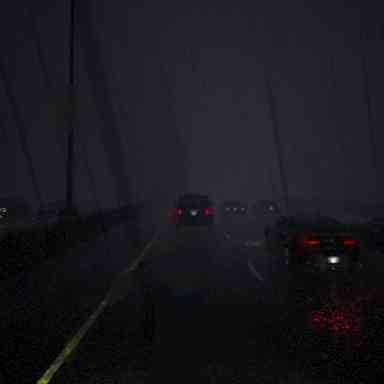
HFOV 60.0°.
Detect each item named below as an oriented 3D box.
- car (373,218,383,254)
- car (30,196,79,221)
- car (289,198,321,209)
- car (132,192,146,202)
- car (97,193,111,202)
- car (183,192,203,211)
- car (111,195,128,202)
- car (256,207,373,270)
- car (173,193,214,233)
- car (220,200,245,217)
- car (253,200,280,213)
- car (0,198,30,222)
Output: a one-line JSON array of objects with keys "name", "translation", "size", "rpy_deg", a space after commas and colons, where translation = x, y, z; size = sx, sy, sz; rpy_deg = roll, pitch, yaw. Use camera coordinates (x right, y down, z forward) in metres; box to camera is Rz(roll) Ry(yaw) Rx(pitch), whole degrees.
[{"name": "car", "translation": [7.100, 1.555, 11.770], "size": [1.895, 1.301, 4.718], "rpy_deg": [0, 0, 0]}, {"name": "car", "translation": [-10.599, 1.375, 26.516], "size": [1.882, 1.535, 5.008], "rpy_deg": [0, 0, 0]}, {"name": "car", "translation": [10.598, 1.383, 31.519], "size": [1.837, 1.490, 4.892], "rpy_deg": [0, 0, 0]}, {"name": "car", "translation": [-10.507, 0.962, 67.007], "size": [2.150, 2.045, 5.566], "rpy_deg": [0, 0, 0]}, {"name": "car", "translation": [-17.505, 1.093, 67.052], "size": [2.097, 1.767, 4.553], "rpy_deg": [0, 0, 0]}, {"name": "car", "translation": [0.100, 1.072, 38.747], "size": [2.150, 2.045, 5.566], "rpy_deg": [0, 0, 0]}, {"name": "car", "translation": [-14.009, 1.306, 65.731], "size": [1.994, 1.385, 4.181], "rpy_deg": [0, 0, 0]}, {"name": "car", "translation": [3.599, 1.463, 10.875], "size": [1.837, 1.490, 4.892], "rpy_deg": [0, 0, 0]}, {"name": "car", "translation": [0.097, 1.146, 19.405], "size": [2.150, 2.045, 5.566], "rpy_deg": [0, 0, 0]}, {"name": "car", "translation": [3.598, 1.432, 29.998], "size": [2.033, 1.411, 5.357], "rpy_deg": [0, 0, 0]}, {"name": "car", "translation": [7.098, 1.441, 31.743], "size": [1.994, 1.385, 4.181], "rpy_deg": [0, 0, 0]}, {"name": "car", "translation": [-14.098, 1.254, 25.335], "size": [2.097, 1.767, 4.553], "rpy_deg": [0, 0, 0]}]
